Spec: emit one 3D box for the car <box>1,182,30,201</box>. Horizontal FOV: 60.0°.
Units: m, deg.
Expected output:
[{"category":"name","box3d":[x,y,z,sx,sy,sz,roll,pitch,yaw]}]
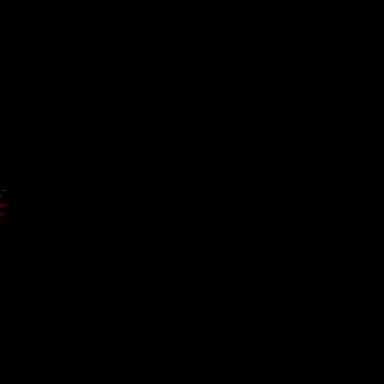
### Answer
[{"category":"car","box3d":[-16.175,-0.170,29.911,1.837,1.490,4.892,5,4,-8]}]
